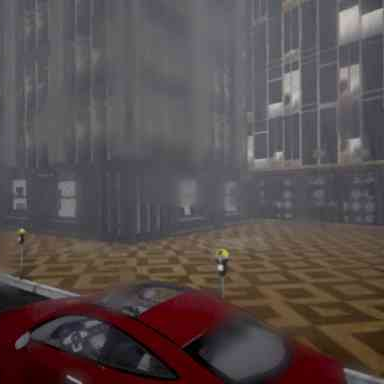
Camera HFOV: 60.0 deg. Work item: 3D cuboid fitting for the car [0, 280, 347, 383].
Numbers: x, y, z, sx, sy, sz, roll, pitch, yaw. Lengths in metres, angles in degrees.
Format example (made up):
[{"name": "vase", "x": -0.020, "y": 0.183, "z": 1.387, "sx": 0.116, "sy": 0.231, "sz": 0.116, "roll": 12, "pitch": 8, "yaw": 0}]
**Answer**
[{"name": "car", "x": -0.650, "y": 1.604, "z": 3.339, "sx": 4.206, "sy": 1.307, "sz": 1.802, "roll": -1, "pitch": 0, "yaw": 36}]
